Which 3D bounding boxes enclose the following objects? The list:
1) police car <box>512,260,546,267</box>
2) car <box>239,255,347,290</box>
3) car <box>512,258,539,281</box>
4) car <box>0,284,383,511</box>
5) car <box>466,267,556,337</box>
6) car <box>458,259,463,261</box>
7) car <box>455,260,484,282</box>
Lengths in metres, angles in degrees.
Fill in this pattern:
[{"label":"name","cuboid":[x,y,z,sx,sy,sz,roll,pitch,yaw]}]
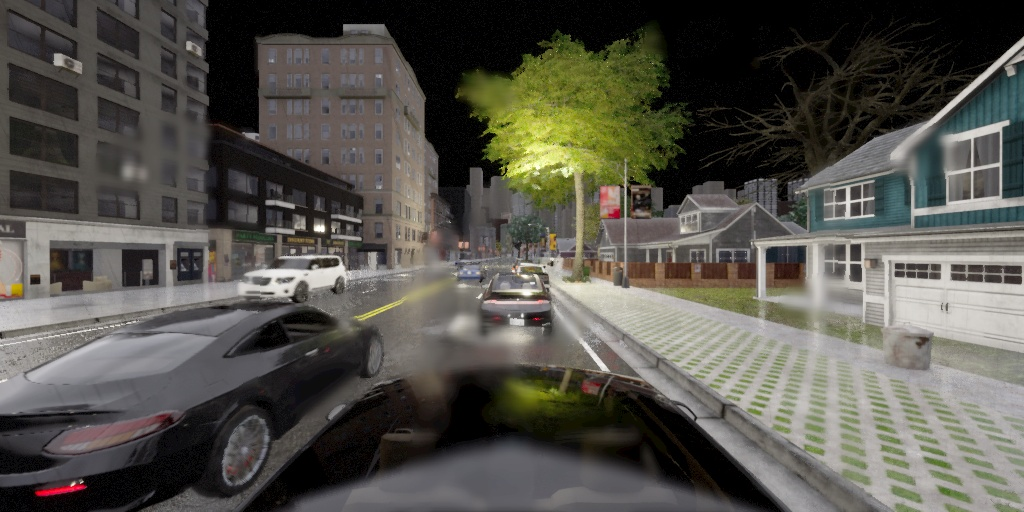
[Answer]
[{"label":"police car","cuboid":[1.025,1.165,20.520,1.930,1.638,5.238,0,0,0]},{"label":"car","cuboid":[-9.810,0.964,16.725,2.150,2.045,5.566,0,0,0]},{"label":"car","cuboid":[1.051,1.081,30.380,2.097,1.767,4.553,0,0,0]},{"label":"car","cuboid":[-3.144,1.276,4.343,1.812,1.442,4.674,0,0,0]},{"label":"car","cuboid":[0.121,1.239,10.270,2.128,1.511,4.902,0,0,0]},{"label":"car","cuboid":[-6.469,1.237,49.542,1.812,1.442,4.674,0,0,0]},{"label":"car","cuboid":[-3.079,1.280,28.414,2.033,1.411,5.357,0,0,0]}]
